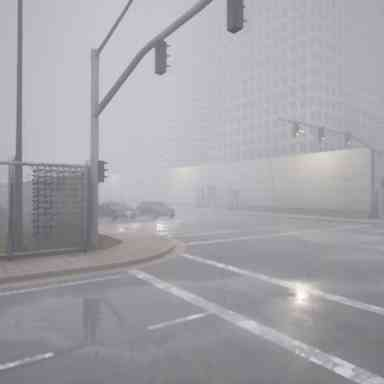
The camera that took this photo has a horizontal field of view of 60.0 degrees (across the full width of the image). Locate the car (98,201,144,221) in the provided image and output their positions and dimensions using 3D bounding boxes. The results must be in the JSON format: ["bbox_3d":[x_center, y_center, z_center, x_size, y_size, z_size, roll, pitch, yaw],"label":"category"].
[{"bbox_3d":[-6.178,1.499,27.157,2.128,1.511,4.902,0,0,-35],"label":"car"}]

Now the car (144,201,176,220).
[{"bbox_3d":[-3.265,1.532,29.100,1.837,1.490,4.892,0,0,-35],"label":"car"}]
